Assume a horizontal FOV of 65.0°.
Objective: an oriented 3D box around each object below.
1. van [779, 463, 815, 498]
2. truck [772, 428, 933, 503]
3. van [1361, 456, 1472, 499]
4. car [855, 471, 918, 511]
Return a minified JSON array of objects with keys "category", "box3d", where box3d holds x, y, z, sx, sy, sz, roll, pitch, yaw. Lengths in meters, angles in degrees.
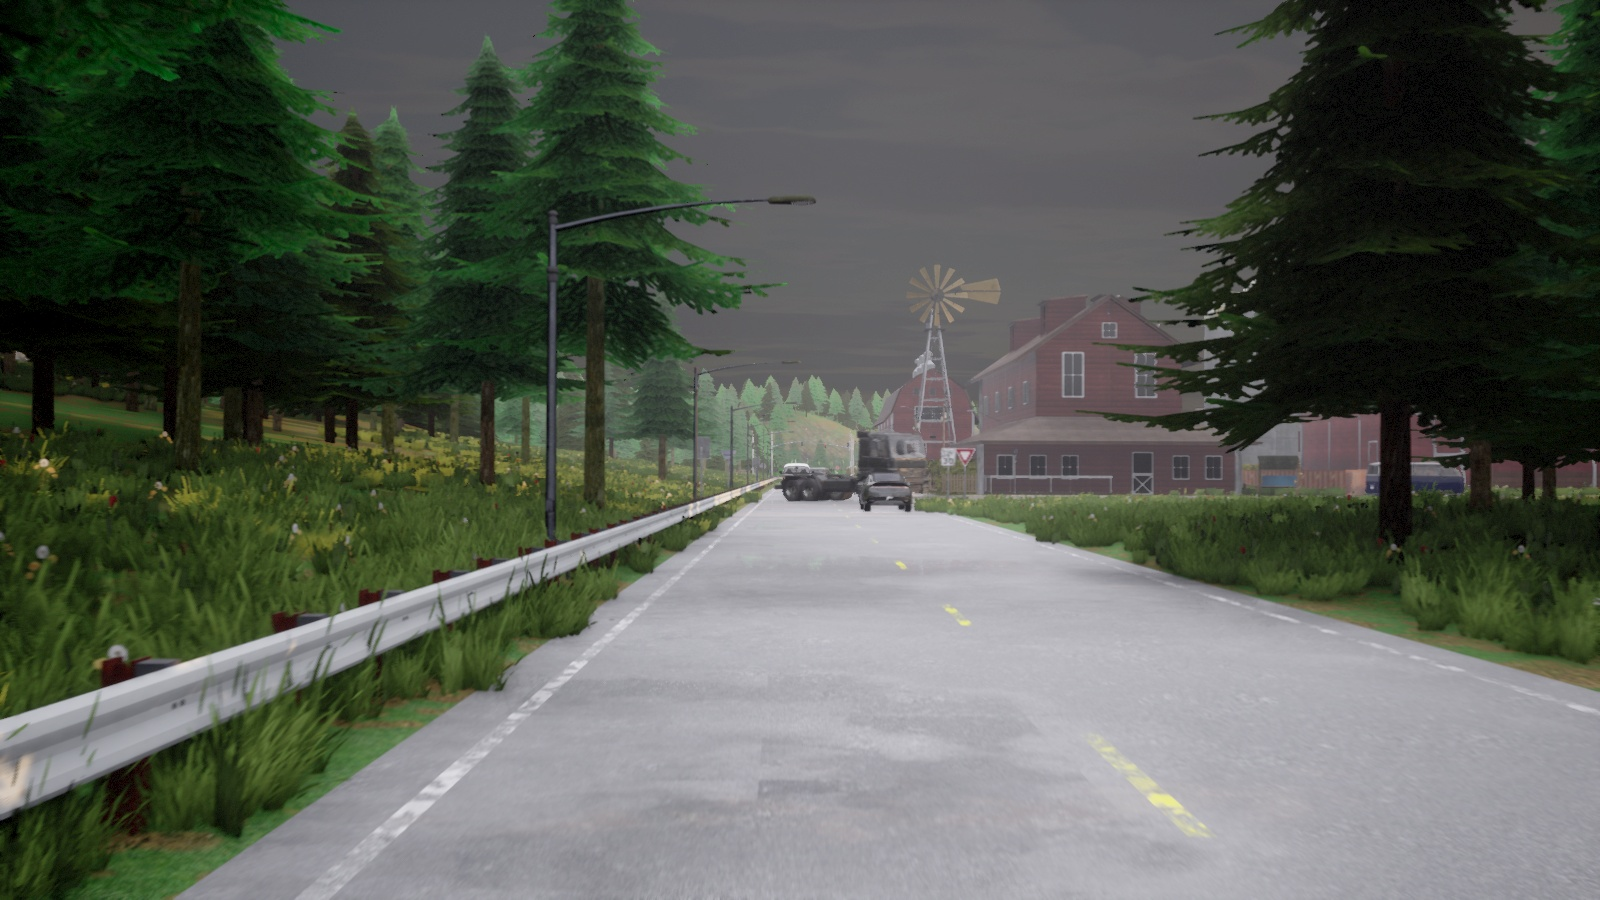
[{"category":"van","box3d":[-0.186,1.813,76.134,2.069,2.038,4.480,0,-1,0]},{"category":"truck","box3d":[2.514,0.809,62.331,7.936,3.462,2.891,-2,-1,43]},{"category":"van","box3d":[29.560,1.318,60.287,4.442,1.987,1.775,0,-1,0]},{"category":"car","box3d":[3.379,1.592,49.834,2.128,1.511,4.902,0,-1,0]}]
